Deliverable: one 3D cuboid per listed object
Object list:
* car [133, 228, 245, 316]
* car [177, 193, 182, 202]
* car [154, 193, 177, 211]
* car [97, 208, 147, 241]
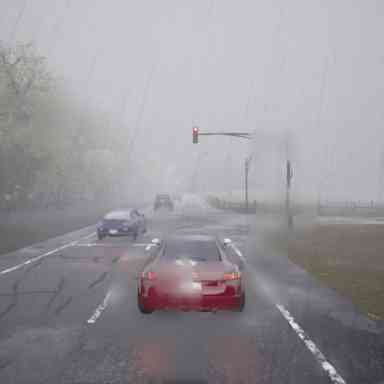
[{"bbox_3d":[-0.010,1.570,7.631,1.994,1.385,4.181,0,0,0],"label":"car"},{"bbox_3d":[-3.638,1.270,81.672,2.150,2.045,5.566,0,0,0],"label":"car"},{"bbox_3d":[-3.469,1.251,41.806,2.150,2.045,5.566,0,0,0],"label":"car"},{"bbox_3d":[-3.427,1.539,16.742,1.812,1.442,4.674,0,0,0],"label":"car"}]
